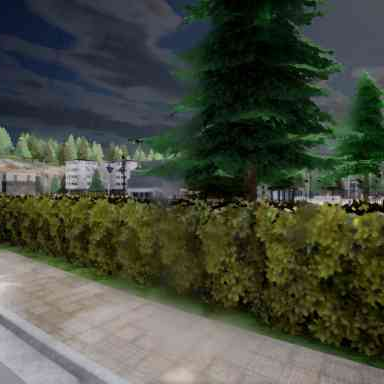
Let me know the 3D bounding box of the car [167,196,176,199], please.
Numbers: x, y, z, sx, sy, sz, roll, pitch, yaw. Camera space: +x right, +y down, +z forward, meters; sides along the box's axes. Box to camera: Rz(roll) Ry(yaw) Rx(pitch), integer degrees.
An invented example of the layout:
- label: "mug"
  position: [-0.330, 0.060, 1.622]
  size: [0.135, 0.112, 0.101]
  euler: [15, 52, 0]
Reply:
- label: "car"
  position: [-3.306, 1.374, 56.091]
  size: [1.845, 1.501, 3.633]
  euler: [0, 0, 43]

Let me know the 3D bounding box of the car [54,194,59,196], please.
- label: "car"
  position: [-33.247, 1.232, 83.668]
  size: [1.970, 1.475, 3.806]
  euler: [0, 0, 43]

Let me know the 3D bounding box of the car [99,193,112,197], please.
- label: "car"
  position: [-16.694, 1.097, 68.980]
  size: [1.932, 1.855, 4.605]
  euler: [0, 0, 43]

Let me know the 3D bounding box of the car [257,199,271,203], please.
- label: "car"
  position: [9.635, 1.352, 44.226]
  size: [2.097, 1.767, 4.553]
  euler: [0, 0, 43]

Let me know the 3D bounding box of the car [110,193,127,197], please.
- label: "car"
  position: [-10.575, 1.384, 52.759]
  size: [1.970, 1.475, 3.806]
  euler: [0, 0, 43]

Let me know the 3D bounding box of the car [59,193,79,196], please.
- label: "car"
  position: [-28.369, 1.153, 79.486]
  size: [2.152, 1.636, 5.027]
  euler: [0, 0, 43]
